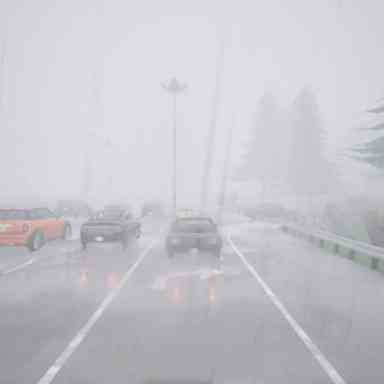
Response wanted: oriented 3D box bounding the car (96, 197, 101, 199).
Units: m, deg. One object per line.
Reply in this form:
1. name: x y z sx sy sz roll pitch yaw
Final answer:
1. car: -21.003 1.730 72.635 1.994 1.385 4.181 0 0 4

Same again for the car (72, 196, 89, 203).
1. car: -24.451 1.679 73.413 1.837 1.490 4.892 0 0 4

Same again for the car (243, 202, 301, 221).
1. car: 6.519 1.590 27.291 4.674 1.442 1.812 0 -1 -6

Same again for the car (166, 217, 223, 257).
1. car: 0.076 1.633 13.044 1.895 1.301 4.718 0 0 0

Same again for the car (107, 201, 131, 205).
1. car: -6.962 1.555 31.417 1.882 1.535 5.008 0 0 0

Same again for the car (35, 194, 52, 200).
1. car: -24.663 1.493 57.558 2.097 1.767 4.553 0 0 0

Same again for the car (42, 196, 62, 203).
1. car: -31.352 1.708 74.797 2.128 1.511 4.902 0 0 4

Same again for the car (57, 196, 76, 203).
1. car: -27.904 1.707 74.077 2.128 1.511 4.902 0 0 4

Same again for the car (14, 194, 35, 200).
1. car: -28.146 1.364 58.153 2.150 2.045 5.566 0 0 0

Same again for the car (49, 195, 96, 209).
1. car: -10.463 1.425 29.563 2.097 1.767 4.553 0 0 0

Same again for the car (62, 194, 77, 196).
1. car: -21.167 1.360 56.714 2.150 2.045 5.566 0 0 0

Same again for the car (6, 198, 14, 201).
1. car: -31.636 1.689 58.909 2.033 1.411 5.357 0 0 0

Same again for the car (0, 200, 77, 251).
1. car: -6.926 1.389 14.336 2.097 1.767 4.553 0 0 0

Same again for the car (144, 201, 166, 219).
1. car: -3.461 1.578 30.133 1.837 1.490 4.892 0 0 0

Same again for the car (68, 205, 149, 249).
1. car: -3.425 1.528 14.707 2.128 1.511 4.902 0 0 0
